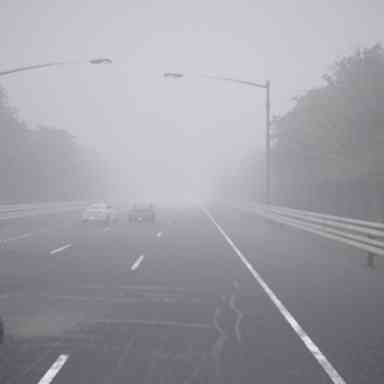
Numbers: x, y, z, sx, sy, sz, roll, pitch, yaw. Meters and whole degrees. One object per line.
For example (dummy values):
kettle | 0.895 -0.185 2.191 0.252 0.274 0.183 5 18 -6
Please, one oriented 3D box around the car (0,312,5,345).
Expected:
car | -3.406 1.532 2.499 1.812 1.442 4.674 0 0 0

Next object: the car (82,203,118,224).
car | -6.899 1.591 25.234 1.812 1.442 4.674 0 0 0

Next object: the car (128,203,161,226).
car | -3.399 1.553 24.144 2.128 1.511 4.902 0 0 0
